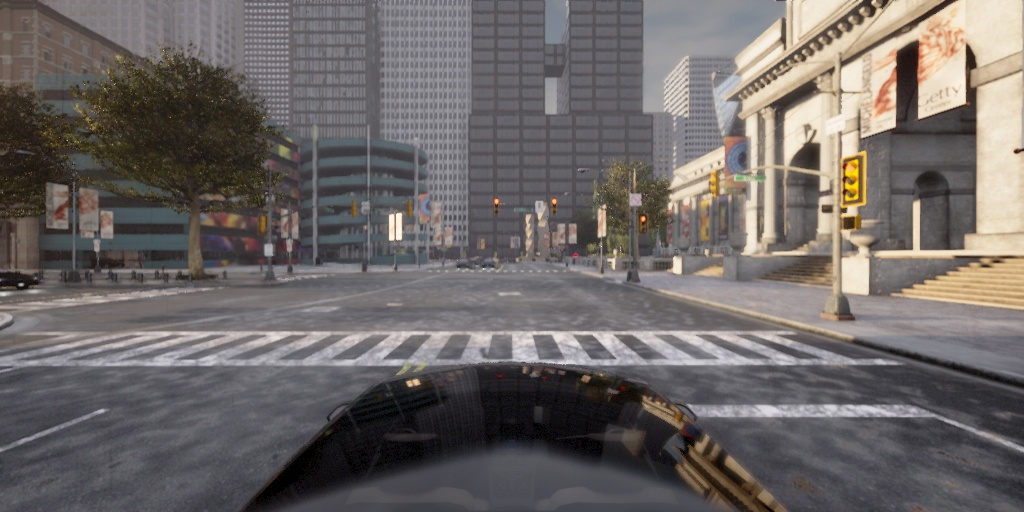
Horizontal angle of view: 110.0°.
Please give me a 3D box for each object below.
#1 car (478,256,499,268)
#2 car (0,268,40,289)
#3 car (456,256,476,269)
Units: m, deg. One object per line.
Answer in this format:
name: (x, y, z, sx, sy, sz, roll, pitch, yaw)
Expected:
car: (-3.479, 1.096, 53.672, 2.033, 1.411, 5.357, 0, 0, 0)
car: (-30.245, 1.226, 20.154, 5.357, 1.411, 2.033, 0, 0, 0)
car: (-6.980, 1.100, 52.477, 2.033, 1.411, 5.357, 0, 0, 0)
